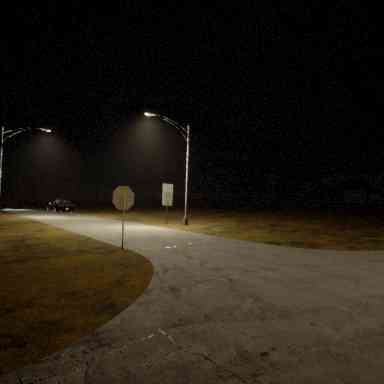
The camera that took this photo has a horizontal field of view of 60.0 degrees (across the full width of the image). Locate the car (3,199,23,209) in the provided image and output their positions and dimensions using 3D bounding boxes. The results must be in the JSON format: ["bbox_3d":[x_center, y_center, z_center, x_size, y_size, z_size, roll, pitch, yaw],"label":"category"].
[{"bbox_3d":[-24.684,1.595,45.761,1.994,1.385,4.181,3,-2,-36],"label":"car"}]

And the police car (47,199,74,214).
[{"bbox_3d":[-14.512,1.539,36.613,1.930,1.638,5.238,3,-2,-36],"label":"police car"}]
